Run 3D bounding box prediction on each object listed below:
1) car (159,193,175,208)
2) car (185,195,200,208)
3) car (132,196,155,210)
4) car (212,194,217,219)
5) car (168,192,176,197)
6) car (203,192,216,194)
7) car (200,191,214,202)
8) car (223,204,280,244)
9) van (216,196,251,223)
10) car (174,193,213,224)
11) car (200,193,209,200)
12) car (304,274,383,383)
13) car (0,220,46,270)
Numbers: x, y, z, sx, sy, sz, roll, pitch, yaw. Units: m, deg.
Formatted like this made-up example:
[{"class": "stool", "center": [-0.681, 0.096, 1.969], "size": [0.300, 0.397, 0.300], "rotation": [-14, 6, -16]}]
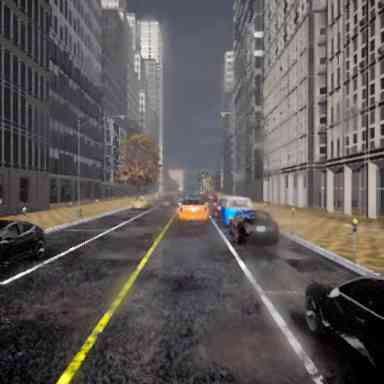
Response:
[{"class": "car", "center": [-3.094, 1.192, 42.154], "size": [1.812, 1.442, 4.674], "rotation": [0, 0, 0]}, {"class": "car", "center": [0.088, 1.194, 41.946], "size": [1.812, 1.442, 4.674], "rotation": [0, 1, 0]}, {"class": "car", "center": [-5.690, 1.229, 37.652], "size": [1.752, 1.417, 4.829], "rotation": [0, 0, 0]}, {"class": "car", "center": [2.692, 1.236, 26.428], "size": [1.967, 1.590, 4.097], "rotation": [0, 0, 0]}, {"class": "car", "center": [-5.694, 0.754, 94.744], "size": [2.008, 1.369, 4.403], "rotation": [0, 1, 0]}, {"class": "car", "center": [2.691, 0.923, 49.195], "size": [2.192, 1.841, 5.009], "rotation": [0, 0, 0]}, {"class": "car", "center": [2.690, 0.825, 60.579], "size": [2.192, 1.841, 5.009], "rotation": [0, 0, 0]}, {"class": "car", "center": [2.692, 1.452, 15.044], "size": [1.947, 1.339, 4.313], "rotation": [0, 0, 0]}, {"class": "van", "center": [2.692, 1.183, 20.736], "size": [1.690, 1.788, 3.998], "rotation": [0, 0, 0]}, {"class": "car", "center": [0.099, 1.172, 23.301], "size": [2.097, 1.767, 4.553], "rotation": [0, 0, 0]}, {"class": "car", "center": [2.688, 0.934, 72.134], "size": [1.752, 1.417, 4.829], "rotation": [0, 1, 0]}, {"class": "car", "center": [2.692, 1.538, 3.660], "size": [1.947, 1.339, 4.313], "rotation": [0, 0, 0]}, {"class": "car", "center": [-5.689, 1.495, 9.360], "size": [1.947, 1.339, 4.313], "rotation": [0, 0, 0]}]
